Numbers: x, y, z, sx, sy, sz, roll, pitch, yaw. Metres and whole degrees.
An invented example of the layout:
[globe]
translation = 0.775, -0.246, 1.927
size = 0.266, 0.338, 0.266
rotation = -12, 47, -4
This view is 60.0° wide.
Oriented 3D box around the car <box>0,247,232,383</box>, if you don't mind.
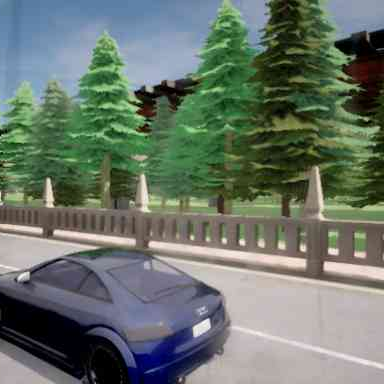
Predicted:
[car]
translation = -1.515, 1.563, 5.073
size = 4.181, 1.385, 1.994
rotation = 0, 0, 36
